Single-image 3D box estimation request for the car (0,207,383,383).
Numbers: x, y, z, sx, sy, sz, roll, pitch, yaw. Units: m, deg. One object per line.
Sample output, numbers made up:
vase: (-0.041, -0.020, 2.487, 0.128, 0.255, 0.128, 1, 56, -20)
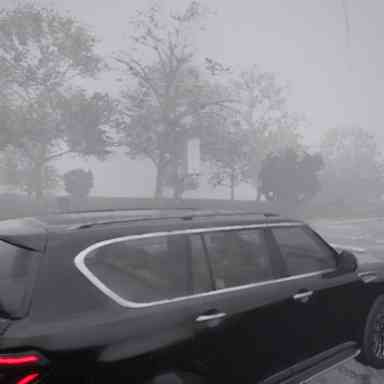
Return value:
car: (0.397, 1.210, 4.032, 5.566, 2.045, 2.150, 0, 0, -35)
